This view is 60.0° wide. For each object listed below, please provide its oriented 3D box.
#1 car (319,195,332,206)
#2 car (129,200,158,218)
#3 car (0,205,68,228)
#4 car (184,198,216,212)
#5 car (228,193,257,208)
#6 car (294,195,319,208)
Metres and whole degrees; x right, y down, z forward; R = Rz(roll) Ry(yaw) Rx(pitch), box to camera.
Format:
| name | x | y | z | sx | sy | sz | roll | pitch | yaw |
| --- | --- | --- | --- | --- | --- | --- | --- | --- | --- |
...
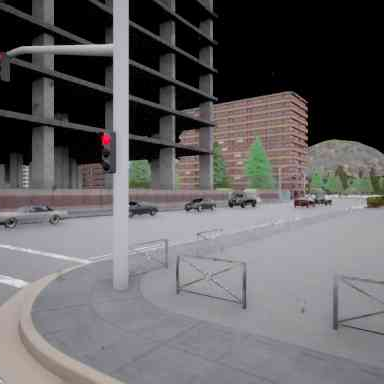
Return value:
| name | x | y | z | sx | sy | sz | roll | pitch | yaw |
| --- | --- | --- | --- | --- | --- | --- | --- | --- | --- |
| car | 21.737 | 1.298 | 55.218 | 2.097 | 1.767 | 4.553 | 0 | 0 | 35 |
| car | -4.975 | 1.472 | 29.984 | 1.812 | 1.442 | 4.674 | 0 | 0 | 36 |
| car | -10.754 | 1.548 | 21.854 | 1.895 | 1.301 | 4.718 | 0 | 0 | 35 |
| car | 1.024 | 1.452 | 38.445 | 1.837 | 1.490 | 4.892 | 0 | 0 | 35 |
| car | 7.253 | 1.168 | 47.154 | 2.150 | 2.045 | 5.566 | 0 | 0 | 35 |
| car | 16.035 | 1.424 | 47.182 | 1.882 | 1.535 | 5.008 | 0 | 0 | 35 |
